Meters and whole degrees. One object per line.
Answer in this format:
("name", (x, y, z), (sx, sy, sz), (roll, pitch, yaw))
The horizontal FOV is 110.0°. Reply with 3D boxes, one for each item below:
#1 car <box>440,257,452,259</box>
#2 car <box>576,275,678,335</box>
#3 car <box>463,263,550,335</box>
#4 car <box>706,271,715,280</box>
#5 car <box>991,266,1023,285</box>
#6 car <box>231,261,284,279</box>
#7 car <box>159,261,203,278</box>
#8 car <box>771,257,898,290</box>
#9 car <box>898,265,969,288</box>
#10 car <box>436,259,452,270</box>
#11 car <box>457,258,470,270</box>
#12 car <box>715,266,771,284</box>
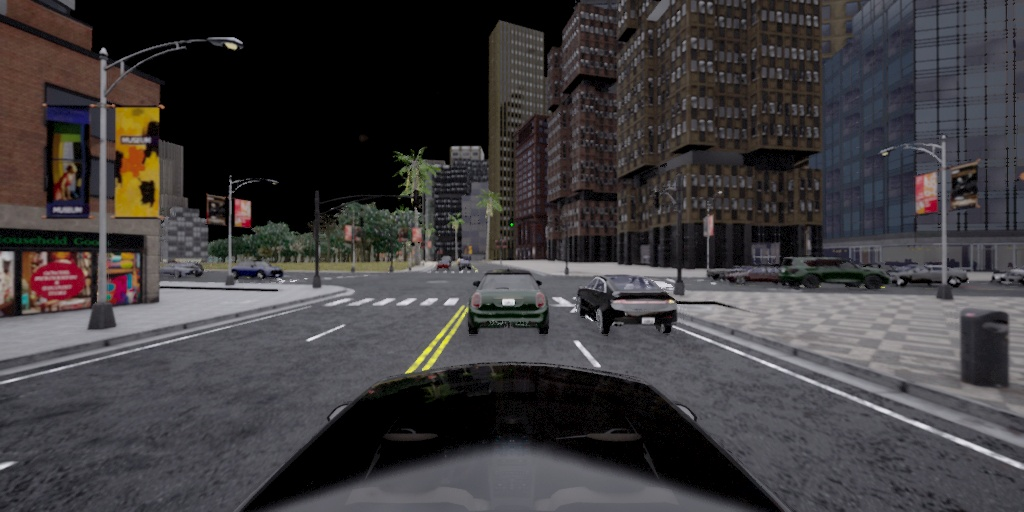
("car", (-11.758, 1.374, 63.314), (1.994, 1.385, 4.181), (0, 0, -8))
("car", (3.197, 1.316, 10.840), (2.128, 1.511, 4.902), (0, 0, 0))
("car", (-0.132, 1.177, 10.962), (2.097, 1.767, 4.553), (0, -1, -1))
("car", (19.394, 1.516, 30.709), (4.718, 1.301, 1.895), (0, 0, 11))
("car", (38.548, 1.380, 26.115), (4.902, 1.511, 2.128), (0, 0, 14))
("car", (-24.188, 1.266, 34.153), (4.553, 1.767, 2.097), (0, 0, 13))
("car", (-33.861, 1.477, 36.471), (4.181, 1.385, 1.994), (0, 0, 13))
("car", (20.804, 1.105, 23.461), (5.566, 2.045, 2.150), (0, 0, 13))
("car", (28.482, 1.378, 25.191), (4.902, 1.511, 2.128), (0, 0, 13))
("car", (-10.409, 1.451, 54.111), (1.895, 1.301, 4.718), (0, 0, -11))
("car", (-7.234, 1.398, 54.692), (2.033, 1.411, 5.357), (0, 0, -12))
("car", (19.012, 1.449, 27.458), (5.357, 1.411, 2.033), (0, 0, 13))
